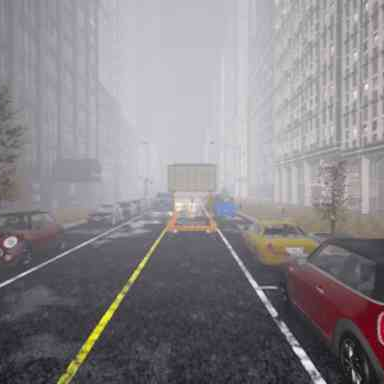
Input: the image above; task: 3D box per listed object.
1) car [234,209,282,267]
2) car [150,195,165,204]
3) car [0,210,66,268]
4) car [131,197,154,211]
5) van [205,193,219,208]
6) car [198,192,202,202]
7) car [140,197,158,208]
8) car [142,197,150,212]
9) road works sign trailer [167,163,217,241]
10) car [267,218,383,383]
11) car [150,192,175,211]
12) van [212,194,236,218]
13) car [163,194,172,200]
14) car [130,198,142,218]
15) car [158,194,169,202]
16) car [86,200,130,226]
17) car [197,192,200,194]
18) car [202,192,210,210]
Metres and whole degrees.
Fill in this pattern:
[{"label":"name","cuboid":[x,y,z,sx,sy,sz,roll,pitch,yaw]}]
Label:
[{"label":"car","cuboid":[2.672,1.470,11.004,1.752,1.417,4.829,-1,0,0]},{"label":"car","cuboid":[-5.753,1.273,56.295,2.008,1.369,4.403,-1,0,0]},{"label":"car","cuboid":[-5.709,1.387,10.826,1.967,1.590,4.097,-1,0,0]},{"label":"car","cuboid":[-5.736,1.357,39.244,2.008,1.369,4.403,-1,0,0]},{"label":"van","cuboid":[2.637,1.119,44.935,1.690,1.788,3.998,-1,0,0]},{"label":"car","cuboid":[2.617,1.215,67.670,2.008,1.369,4.403,-1,0,0]},{"label":"car","cuboid":[-5.741,1.361,44.928,1.802,1.307,4.206,-1,0,0]},{"label":"car","cuboid":[-5.730,1.379,33.560,1.887,1.381,4.507,-1,0,0]},{"label":"road works sign trailer","cuboid":[0.000,0.384,16.243,2.380,3.560,2.880,0,0,0]},{"label":"car","cuboid":[2.677,1.414,5.150,1.967,1.590,4.097,-1,0,0]},{"label":"car","cuboid":[-3.132,1.037,37.887,2.150,2.045,5.566,0,0,0]},{"label":"van","cuboid":[2.654,1.203,27.884,1.690,1.788,3.998,-1,0,0]},{"label":"car","cuboid":[-5.774,1.191,79.029,1.802,1.307,4.206,-1,0,0]},{"label":"car","cuboid":[-5.725,1.429,27.877,1.947,1.339,4.313,-1,0,0]},{"label":"car","cuboid":[-5.763,1.217,67.662,2.008,1.369,4.403,-1,0,0]},{"label":"car","cuboid":[-5.719,1.441,22.193,2.008,1.369,4.403,-1,0,0]},{"label":"car","cuboid":[2.593,0.866,90.403,2.192,1.841,5.009,-1,0,0]},{"label":"car","cuboid":[2.642,1.121,39.251,2.192,1.841,5.009,-1,0,0]}]
